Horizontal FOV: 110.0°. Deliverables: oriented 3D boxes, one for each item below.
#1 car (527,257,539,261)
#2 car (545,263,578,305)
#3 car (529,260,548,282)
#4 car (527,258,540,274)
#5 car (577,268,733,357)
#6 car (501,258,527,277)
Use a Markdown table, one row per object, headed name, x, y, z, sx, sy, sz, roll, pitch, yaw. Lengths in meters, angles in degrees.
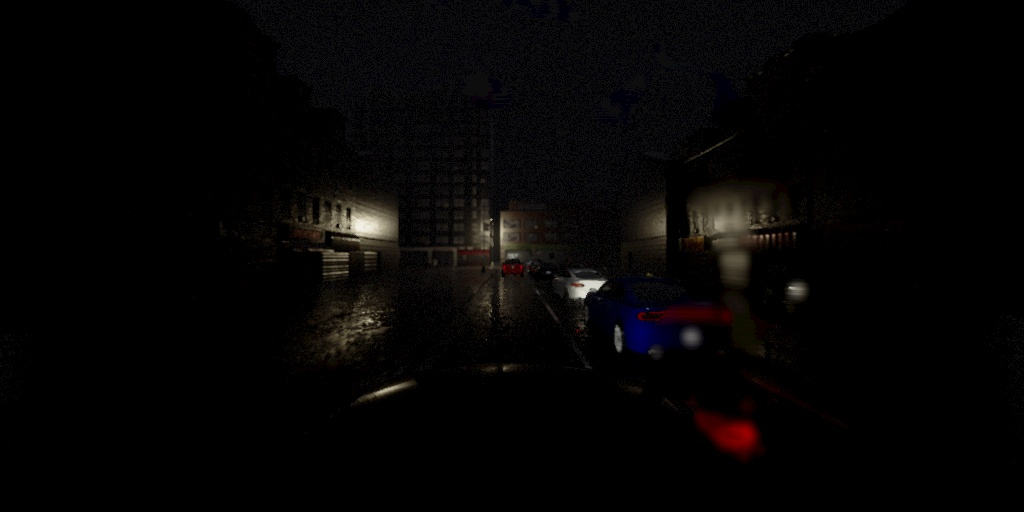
| name | x | y | z | sx | sy | sz | roll | pitch | yaw |
| --- | --- | --- | --- | --- | --- | --- | --- | --- | --- |
| car | 2.645 | 1.099 | 39.053 | 1.967 | 1.591 | 4.097 | 0 | 0 | 0 |
| car | 2.908 | 1.226 | 15.754 | 1.812 | 1.442 | 4.674 | 0 | 0 | -5 |
| car | 2.643 | 1.238 | 28.106 | 1.948 | 1.339 | 4.313 | 0 | 0 | 0 |
| car | 2.644 | 1.190 | 33.750 | 1.751 | 1.417 | 4.829 | 0 | 0 | 0 |
| car | 3.017 | 1.201 | 8.498 | 1.882 | 1.535 | 5.008 | 0 | 0 | 0 |
| car | 0.083 | 1.015 | 34.662 | 2.097 | 1.767 | 4.553 | 0 | 0 | 0 |
